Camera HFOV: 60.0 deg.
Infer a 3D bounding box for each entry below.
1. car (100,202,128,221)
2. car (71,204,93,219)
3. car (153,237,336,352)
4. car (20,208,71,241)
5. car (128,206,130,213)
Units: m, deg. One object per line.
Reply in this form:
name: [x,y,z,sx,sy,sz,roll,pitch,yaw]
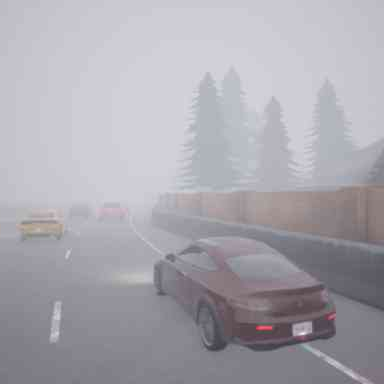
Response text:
car: [-7.471,1.741,31.472,2.097,1.767,4.553,0,0,-10]
car: [-11.462,1.938,34.465,2.128,1.511,4.902,0,-1,-9]
car: [0.583,1.591,6.362,1.812,1.442,4.674,0,-1,-21]
car: [-8.101,1.730,18.484,1.882,1.535,5.008,0,-1,-16]
car: [-9.090,2.122,42.851,1.895,1.301,4.718,0,-1,-5]
